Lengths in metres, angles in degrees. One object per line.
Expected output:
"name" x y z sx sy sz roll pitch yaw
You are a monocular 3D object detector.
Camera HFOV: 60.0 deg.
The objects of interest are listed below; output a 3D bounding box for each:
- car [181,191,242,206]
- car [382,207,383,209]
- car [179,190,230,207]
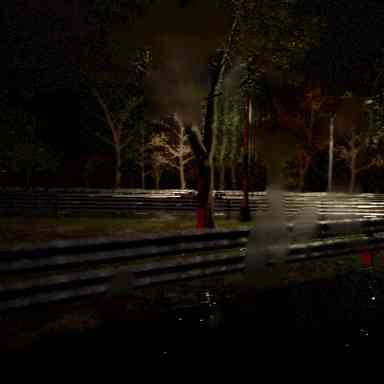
"car" 1.846 0.869 26.583 4.892 1.490 1.837 1 2 -5
"car" 18.788 1.045 28.201 4.553 1.767 2.097 1 2 -5
"car" 1.193 0.618 33.548 4.902 1.511 2.128 1 2 -5
